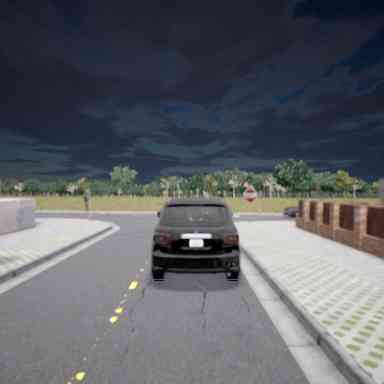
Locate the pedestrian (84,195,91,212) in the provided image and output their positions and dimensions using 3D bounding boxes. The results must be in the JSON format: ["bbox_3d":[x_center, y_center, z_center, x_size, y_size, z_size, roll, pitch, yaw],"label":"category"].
[{"bbox_3d":[-9.720,0.883,30.807,0.375,1.860,0.375,0,-1,0],"label":"pedestrian"}]

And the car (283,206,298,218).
[{"bbox_3d":[10.196,1.489,28.037,4.892,1.490,1.837,0,0,0],"label":"car"}]

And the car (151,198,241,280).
[{"bbox_3d":[0.093,1.165,9.868,2.150,2.045,5.566,0,1,0],"label":"car"}]

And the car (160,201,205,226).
[{"bbox_3d":[-0.833,1.411,23.738,2.033,1.411,5.357,1,0,-14],"label":"car"}]
